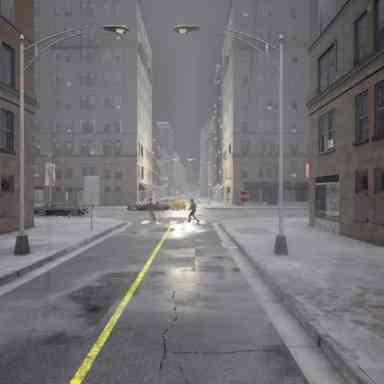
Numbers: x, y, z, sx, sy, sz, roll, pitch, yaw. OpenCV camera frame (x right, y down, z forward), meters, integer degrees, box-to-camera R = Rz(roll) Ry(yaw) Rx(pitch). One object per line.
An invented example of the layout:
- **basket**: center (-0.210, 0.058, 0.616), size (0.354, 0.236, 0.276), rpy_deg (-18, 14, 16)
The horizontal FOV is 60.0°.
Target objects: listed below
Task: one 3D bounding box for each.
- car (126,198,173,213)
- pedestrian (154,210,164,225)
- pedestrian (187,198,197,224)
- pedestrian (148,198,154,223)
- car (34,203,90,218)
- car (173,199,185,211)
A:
- **car**: center (-4.800, 1.604, 36.534), size (4.718, 1.301, 1.895), rpy_deg (0, 0, 0)
- **pedestrian**: center (-2.114, 1.673, 22.547), size (0.500, 1.100, 0.500), rpy_deg (0, 0, 0)
- **pedestrian**: center (0.016, 1.293, 23.143), size (0.375, 1.860, 0.375), rpy_deg (0, 0, 0)
- **pedestrian**: center (-2.868, 1.293, 23.748), size (0.375, 1.860, 0.375), rpy_deg (0, 0, 0)
- **car**: center (-11.670, 1.621, 29.712), size (4.718, 1.301, 1.895), rpy_deg (0, 0, 4)
- **car**: center (-3.311, 1.477, 39.785), size (5.008, 1.535, 1.882), rpy_deg (0, 0, 0)
